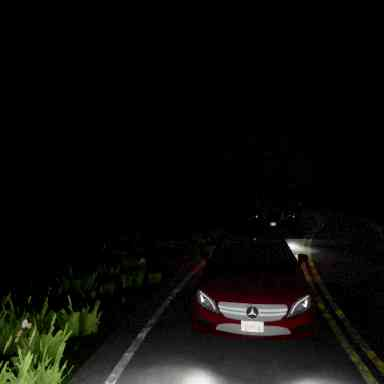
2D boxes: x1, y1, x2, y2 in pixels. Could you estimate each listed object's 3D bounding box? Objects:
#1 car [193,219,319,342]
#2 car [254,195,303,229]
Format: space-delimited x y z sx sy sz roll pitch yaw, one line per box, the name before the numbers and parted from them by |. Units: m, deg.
car | 1.231 1.534 6.725 1.812 1.442 4.674 -1 0 11
car | 5.020 1.214 18.925 2.150 2.045 5.566 -2 -1 22
